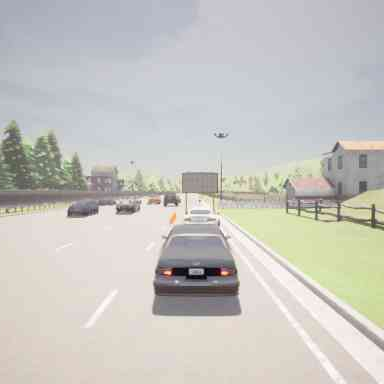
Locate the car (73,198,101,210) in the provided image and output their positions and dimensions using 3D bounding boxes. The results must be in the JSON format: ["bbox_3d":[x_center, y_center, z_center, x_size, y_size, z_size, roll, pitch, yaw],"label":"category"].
[{"bbox_3d":[-13.825,1.547,44.175,2.033,1.411,5.357,0,0,-1],"label":"car"}]

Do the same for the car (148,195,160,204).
[{"bbox_3d":[-6.822,1.353,61.630,2.097,1.767,4.553,0,0,0],"label":"car"}]

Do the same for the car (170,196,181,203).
[{"bbox_3d":[-3.315,1.564,68.522,1.994,1.385,4.181,0,0,0],"label":"car"}]

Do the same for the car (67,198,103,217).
[{"bbox_3d":[-10.359,1.564,31.940,1.994,1.385,4.181,0,0,0],"label":"car"}]

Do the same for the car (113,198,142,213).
[{"bbox_3d":[-6.853,1.600,36.122,1.895,1.301,4.718,0,0,0],"label":"car"}]

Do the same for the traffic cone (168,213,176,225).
[{"bbox_3d":[-1.459,1.955,23.127,0.340,0.580,0.340,0,0,0],"label":"traffic cone"}]

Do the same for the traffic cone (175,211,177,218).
[{"bbox_3d":[-1.456,1.955,25.127,0.340,0.580,0.340,0,0,0],"label":"traffic cone"}]

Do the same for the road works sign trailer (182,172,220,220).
[{"bbox_3d":[0.514,0.464,22.046,2.380,3.560,2.880,0,0,-4],"label":"road works sign trailer"}]

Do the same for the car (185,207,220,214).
[{"bbox_3d":[0.559,1.538,18.433,1.812,1.442,4.674,0,-1,5],"label":"car"}]

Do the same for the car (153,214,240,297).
[{"bbox_3d":[0.108,1.547,8.770,2.033,1.411,5.357,0,0,1],"label":"car"}]

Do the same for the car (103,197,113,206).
[{"bbox_3d":[-13.832,1.564,54.390,1.994,1.385,4.181,0,0,0],"label":"car"}]

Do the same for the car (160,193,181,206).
[{"bbox_3d":[-3.334,1.221,53.307,2.150,2.045,5.566,0,0,0],"label":"car"}]
